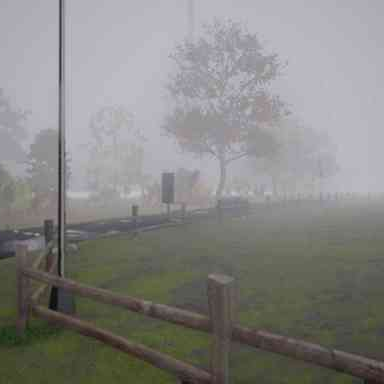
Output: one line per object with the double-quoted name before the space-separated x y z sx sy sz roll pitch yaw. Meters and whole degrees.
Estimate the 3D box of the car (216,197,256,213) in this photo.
"car" 3.785 1.088 28.192 1.994 1.385 4.181 0 1 37
